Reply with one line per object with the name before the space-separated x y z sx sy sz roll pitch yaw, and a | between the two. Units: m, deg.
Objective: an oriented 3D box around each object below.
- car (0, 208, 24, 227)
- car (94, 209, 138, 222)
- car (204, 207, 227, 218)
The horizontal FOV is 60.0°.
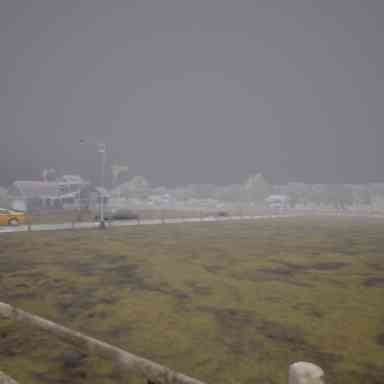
car | -16.097 2.030 26.539 1.882 1.535 5.008 0 -2 34
car | -8.444 2.630 37.384 2.033 1.411 5.357 0 -2 35
car | 3.898 3.318 54.600 2.097 1.767 4.553 0 -2 36
